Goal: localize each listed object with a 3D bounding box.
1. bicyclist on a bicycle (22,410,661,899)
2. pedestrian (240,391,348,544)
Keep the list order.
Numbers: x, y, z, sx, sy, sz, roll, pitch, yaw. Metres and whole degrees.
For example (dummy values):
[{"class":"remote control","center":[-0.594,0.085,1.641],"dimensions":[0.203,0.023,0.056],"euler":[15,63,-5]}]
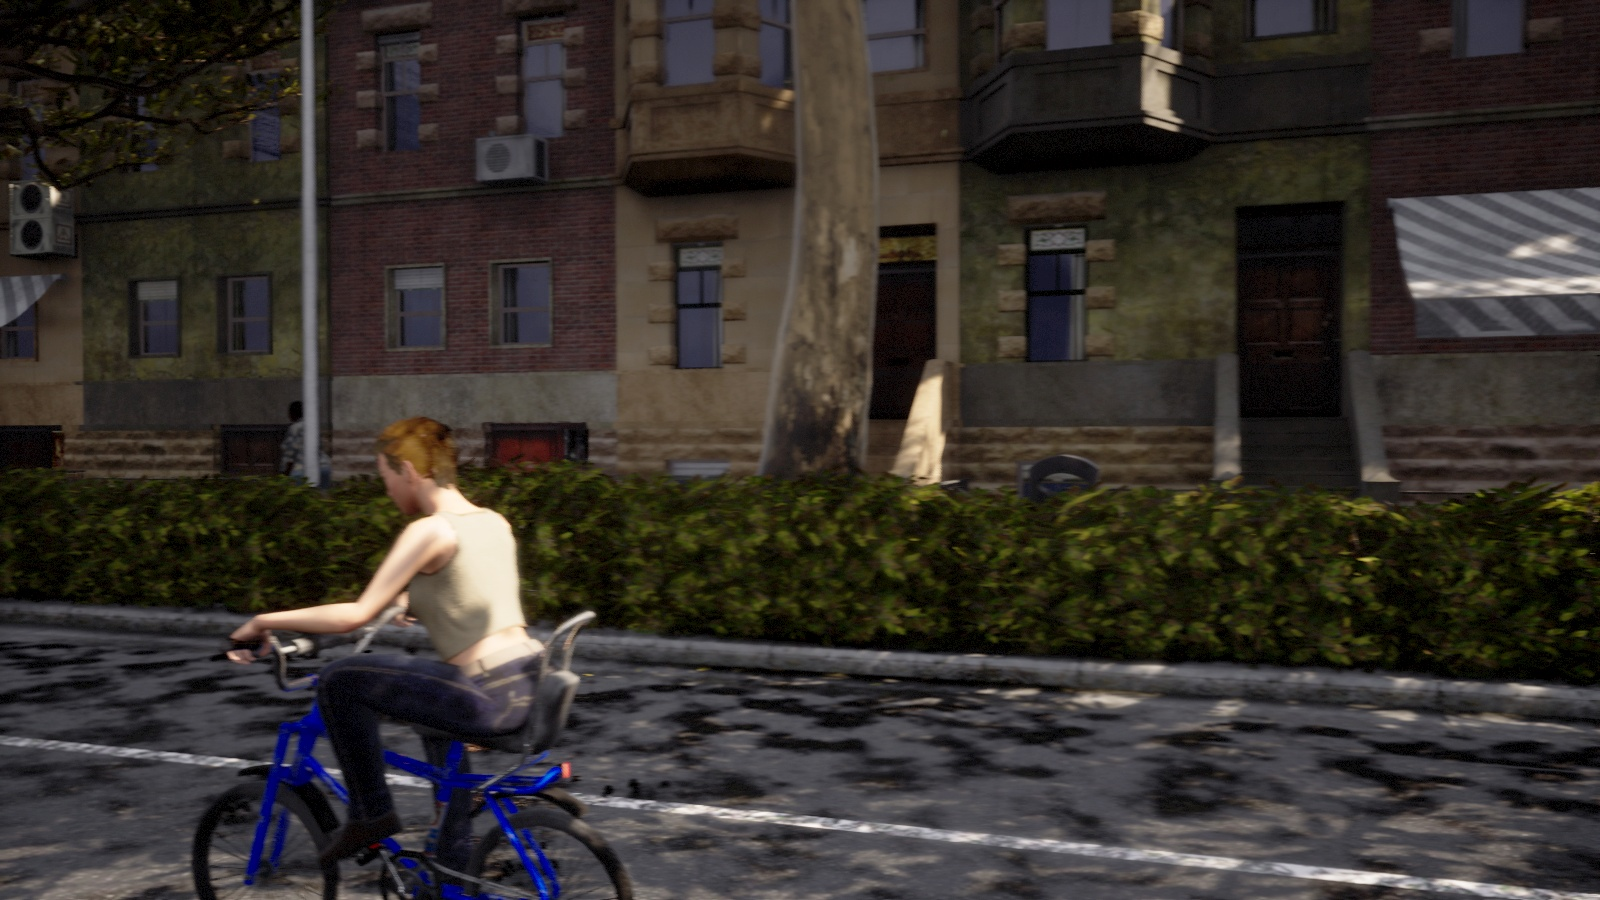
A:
[{"class":"bicyclist on a bicycle","center":[-1.274,0.701,3.616],"dimensions":[1.509,1.612,0.866],"euler":[0,1,19]},{"class":"pedestrian","center":[-6.338,0.207,15.762],"dimensions":[0.900,1.855,0.874],"euler":[1,1,20]}]
